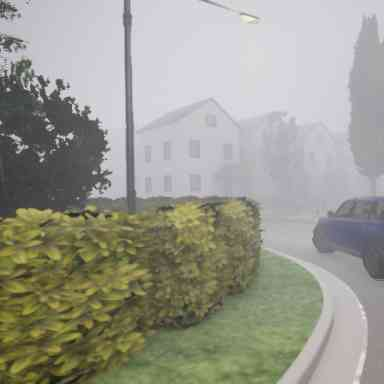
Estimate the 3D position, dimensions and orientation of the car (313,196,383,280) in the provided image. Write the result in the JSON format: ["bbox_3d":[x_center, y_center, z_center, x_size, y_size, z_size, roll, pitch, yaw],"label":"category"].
[{"bbox_3d":[5.528,1.130,9.819,2.150,2.045,5.566,-1,0,0],"label":"car"}]
